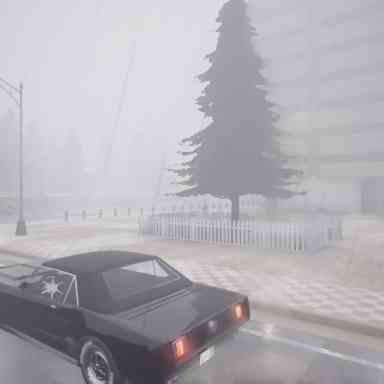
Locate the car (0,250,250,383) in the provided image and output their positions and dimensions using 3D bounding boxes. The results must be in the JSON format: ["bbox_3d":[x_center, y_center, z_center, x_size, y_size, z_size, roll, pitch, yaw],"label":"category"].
[{"bbox_3d":[-1.622,1.601,5.166,4.718,1.301,1.895,0,0,36],"label":"car"}]

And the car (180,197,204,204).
[{"bbox_3d":[0.071,1.600,62.304,2.033,1.411,5.357,0,0,36],"label":"car"}]

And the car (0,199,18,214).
[{"bbox_3d":[-20.503,1.478,33.945,1.882,1.535,5.008,0,0,36],"label":"car"}]

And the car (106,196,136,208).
[{"bbox_3d":[-10.277,1.353,48.118,2.097,1.767,4.553,0,0,36],"label":"car"}]
